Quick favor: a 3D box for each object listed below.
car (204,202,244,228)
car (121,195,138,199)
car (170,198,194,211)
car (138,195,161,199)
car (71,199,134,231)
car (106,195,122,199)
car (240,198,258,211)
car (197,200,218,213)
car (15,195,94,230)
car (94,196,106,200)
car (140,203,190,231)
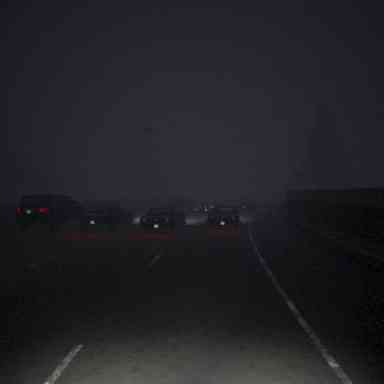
[{"bbox_3d":[2.244,1.578,22.210,1.895,1.301,4.718,0,0,10],"label":"car"},{"bbox_3d":[-10.730,1.495,62.930,1.895,1.301,4.718,0,0,24],"label":"car"},{"bbox_3d":[-1.154,1.454,37.978,1.837,1.490,4.892,0,0,16],"label":"car"},{"bbox_3d":[-7.335,1.397,61.901,2.128,1.511,4.902,0,0,25],"label":"car"},{"bbox_3d":[-5.092,1.453,20.614,2.128,1.511,4.902,0,0,9],"label":"car"},{"bbox_3d":[-13.897,1.386,64.428,1.837,1.490,4.892,0,0,24],"label":"car"},{"bbox_3d":[6.576,1.492,39.313,1.812,1.442,4.674,0,0,18],"label":"car"},{"bbox_3d":[2.076,1.560,36.691,1.895,1.301,4.718,0,0,16],"label":"car"},{"bbox_3d":[-8.593,1.174,20.996,2.150,2.045,5.566,0,0,9],"label":"car"},{"bbox_3d":[-17.909,1.420,63.957,2.033,1.411,5.357,0,0,23],"label":"car"},{"bbox_3d":[-1.612,1.571,20.381,1.895,1.301,4.718,0,0,9],"label":"car"}]
